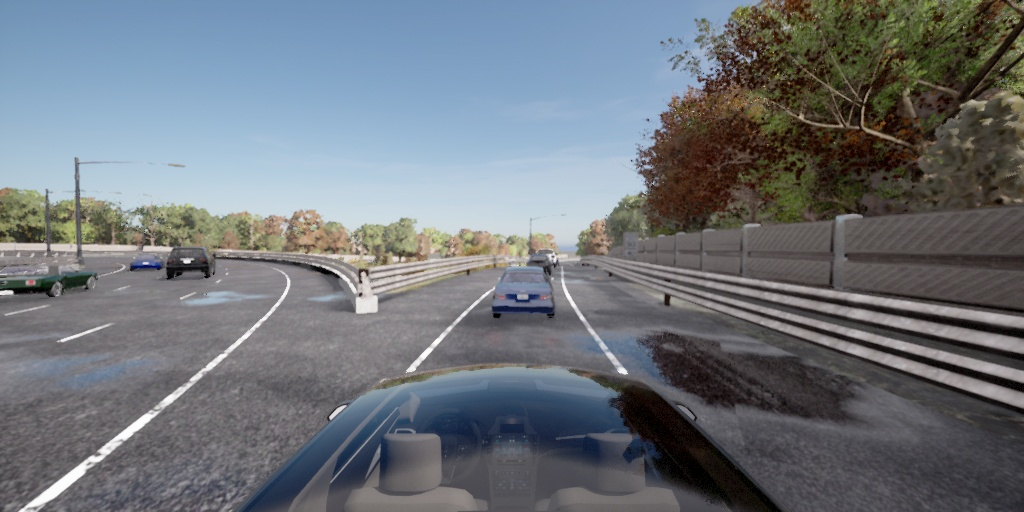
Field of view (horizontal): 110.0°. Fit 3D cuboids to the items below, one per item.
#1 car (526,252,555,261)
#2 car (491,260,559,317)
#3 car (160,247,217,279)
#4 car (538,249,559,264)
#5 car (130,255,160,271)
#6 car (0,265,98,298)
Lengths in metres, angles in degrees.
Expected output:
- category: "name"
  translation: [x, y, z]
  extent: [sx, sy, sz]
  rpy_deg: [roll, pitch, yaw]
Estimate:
- category: "car"
  translation: [2.125, 0.624, 27.655]
  extent: [1.837, 1.490, 4.892]
  rpy_deg: [0, 1, 8]
- category: "car"
  translation: [0.429, 1.048, 11.837]
  extent: [2.033, 1.411, 5.357]
  rpy_deg: [0, 1, 3]
- category: "car"
  translation: [-21.799, 0.398, 24.488]
  extent: [2.150, 2.045, 5.566]
  rpy_deg: [-1, 2, -36]
- category: "car"
  translation: [3.869, 0.237, 40.438]
  extent: [2.150, 2.045, 5.566]
  rpy_deg: [0, 0, 8]
- category: "car"
  translation: [-32.647, 0.546, 32.118]
  extent: [1.994, 1.385, 4.181]
  rpy_deg: [-1, 2, -42]
- category: "car"
  translation: [-19.704, 1.010, 15.066]
  extent: [1.895, 1.301, 4.718]
  rpy_deg: [-1, 2, -31]
